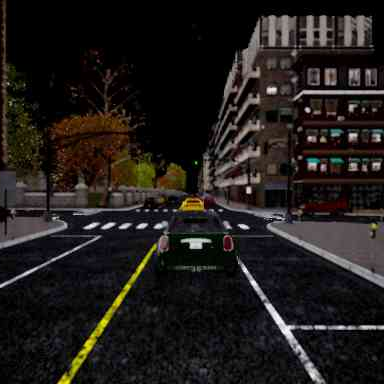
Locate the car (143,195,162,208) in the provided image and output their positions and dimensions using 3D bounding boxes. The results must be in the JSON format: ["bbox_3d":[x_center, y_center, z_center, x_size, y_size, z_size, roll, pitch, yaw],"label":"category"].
[{"bbox_3d":[-5.686,1.426,46.460,1.947,1.339,4.313,0,0,0],"label":"car"}]

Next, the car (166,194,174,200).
[{"bbox_3d":[-5.685,1.226,85.872,1.967,1.590,4.097,0,0,0],"label":"car"}]

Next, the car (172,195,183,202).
[{"bbox_3d":[-2.998,1.349,70.445,2.033,1.411,5.357,0,0,0],"label":"car"}]

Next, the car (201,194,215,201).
[{"bbox_3d":[2.694,1.391,52.090,1.887,1.381,4.507,0,0,0],"label":"car"}]

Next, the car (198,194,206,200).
[{"bbox_3d":[2.694,1.329,91.502,2.008,1.369,4.403,0,0,0],"label":"car"}]

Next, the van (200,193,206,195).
[{"bbox_3d":[2.695,1.175,57.721,1.690,1.788,3.998,0,0,0],"label":"van"}]

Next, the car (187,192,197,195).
[{"bbox_3d":[0.001,1.353,75.593,1.994,1.385,4.181,0,0,0],"label":"car"}]

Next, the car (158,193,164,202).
[{"bbox_3d":[-5.686,1.360,57.552,1.752,1.417,4.829,0,0,0],"label":"car"}]

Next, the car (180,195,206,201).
[{"bbox_3d":[0.102,1.376,31.671,1.882,1.535,5.008,0,0,0],"label":"car"}]

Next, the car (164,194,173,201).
[{"bbox_3d":[-5.686,1.234,80.242,1.967,1.590,4.097,0,0,0],"label":"car"}]

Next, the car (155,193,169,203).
[{"bbox_3d":[-5.686,1.138,63.351,2.192,1.841,5.009,0,0,0],"label":"car"}]

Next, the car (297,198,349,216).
[{"bbox_3d":[13.467,1.490,34.138,5.009,1.841,2.192,1,-1,-1],"label":"car"}]

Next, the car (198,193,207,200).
[{"bbox_3d":[2.695,1.101,85.871,2.192,1.841,5.009,0,0,0],"label":"car"}]

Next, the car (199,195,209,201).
[{"bbox_3d":[2.694,1.354,74.612,2.008,1.369,4.403,0,0,0],"label":"car"}]

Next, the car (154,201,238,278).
[{"bbox_3d":[0.100,1.315,10.196,2.097,1.767,4.553,0,0,0],"label":"car"}]

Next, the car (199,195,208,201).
[{"bbox_3d":[2.694,1.339,80.241,1.887,1.381,4.507,0,0,0],"label":"car"}]

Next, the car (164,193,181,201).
[{"bbox_3d":[-3.062,1.318,54.851,1.882,1.535,5.008,0,0,0],"label":"car"}]
